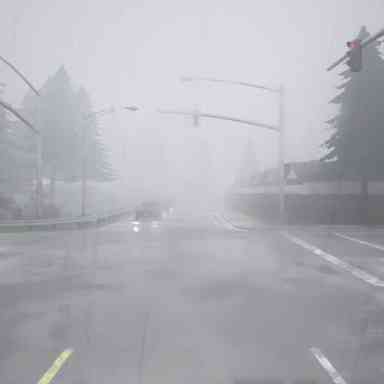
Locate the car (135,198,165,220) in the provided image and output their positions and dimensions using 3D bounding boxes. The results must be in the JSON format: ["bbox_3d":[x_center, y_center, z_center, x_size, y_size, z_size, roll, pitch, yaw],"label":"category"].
[{"bbox_3d":[-3.596,1.505,28.033,1.837,1.490,4.892,0,0,0],"label":"car"}]

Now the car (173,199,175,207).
[{"bbox_3d":[-3.502,1.504,48.302,1.837,1.490,4.892,0,0,2],"label":"car"}]

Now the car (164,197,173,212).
[{"bbox_3d":[-3.588,1.564,37.947,1.994,1.385,4.181,0,0,0],"label":"car"}]
